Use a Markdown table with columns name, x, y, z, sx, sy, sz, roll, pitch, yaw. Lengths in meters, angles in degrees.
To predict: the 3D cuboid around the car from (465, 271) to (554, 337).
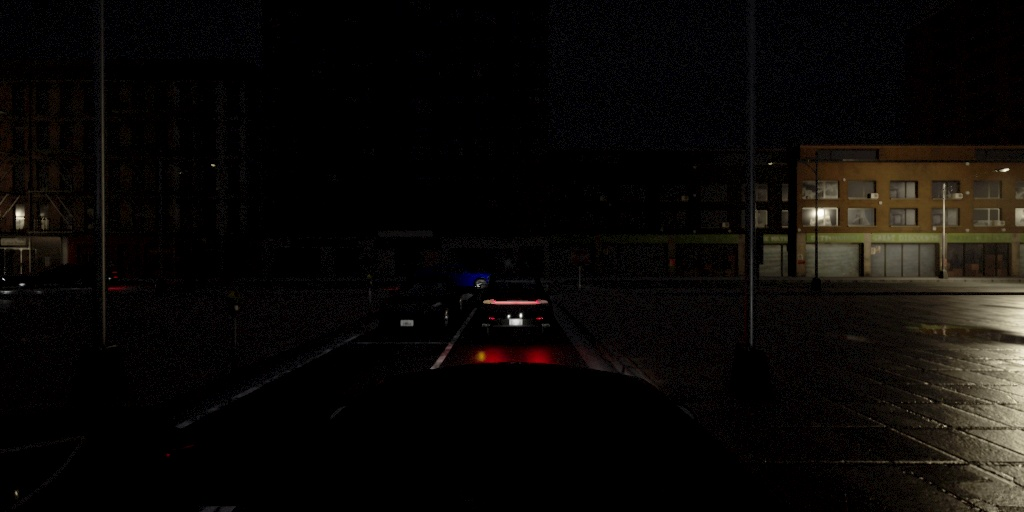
| name | x | y | z | sx | sy | sz | roll | pitch | yaw |
| --- | --- | --- | --- | --- | --- | --- | --- | --- | --- |
| car | 0.080 | 1.239 | 10.302 | 2.128 | 1.511 | 4.902 | 0 | 0 | 0 |

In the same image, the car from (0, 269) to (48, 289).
| name | x | y | z | sx | sy | sz | roll | pitch | yaw |
| --- | --- | --- | --- | --- | --- | --- | --- | --- | --- |
| car | -31.968 | 1.429 | 21.808 | 4.718 | 1.301 | 1.895 | 0 | 0 | 0 |

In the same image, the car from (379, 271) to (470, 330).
| name | x | y | z | sx | sy | sz | roll | pitch | yaw |
| --- | --- | --- | --- | --- | --- | --- | --- | --- | --- |
| car | -2.634 | 1.313 | 11.184 | 1.948 | 1.339 | 4.313 | 0 | 0 | 0 |

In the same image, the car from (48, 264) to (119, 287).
| name | x | y | z | sx | sy | sz | roll | pitch | yaw |
| --- | --- | --- | --- | --- | --- | --- | --- | --- | --- |
| car | -30.225 | 1.320 | 24.752 | 4.892 | 1.490 | 1.837 | 0 | 0 | 0 |

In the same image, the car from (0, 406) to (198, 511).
| name | x | y | z | sx | sy | sz | roll | pitch | yaw |
| --- | --- | --- | --- | --- | --- | --- | --- | --- | --- |
| car | -2.638 | 1.316 | 0.280 | 1.948 | 1.339 | 4.313 | 0 | 0 | 0 |

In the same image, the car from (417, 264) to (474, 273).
| name | x | y | z | sx | sy | sz | roll | pitch | yaw |
| --- | --- | --- | --- | --- | --- | --- | --- | --- | --- |
| car | -3.430 | 1.228 | 21.784 | 5.008 | 1.535 | 1.882 | 0 | 0 | 0 |
